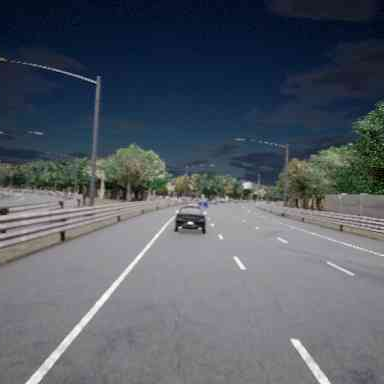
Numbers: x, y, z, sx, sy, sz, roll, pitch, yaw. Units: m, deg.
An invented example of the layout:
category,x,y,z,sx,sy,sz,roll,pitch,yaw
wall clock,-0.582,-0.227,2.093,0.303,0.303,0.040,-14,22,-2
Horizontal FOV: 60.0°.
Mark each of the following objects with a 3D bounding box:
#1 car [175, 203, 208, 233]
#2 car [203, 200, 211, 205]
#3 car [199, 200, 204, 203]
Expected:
category,x,y,z,sx,sy,sz,roll,pitch,yaw
car,-0.088,1.716,22.052,1.882,1.535,5.008,3,-1,0
car,2.448,2.400,70.294,1.882,1.535,5.008,3,-1,7
car,0.156,1.970,38.972,1.812,1.442,4.674,3,-1,2
